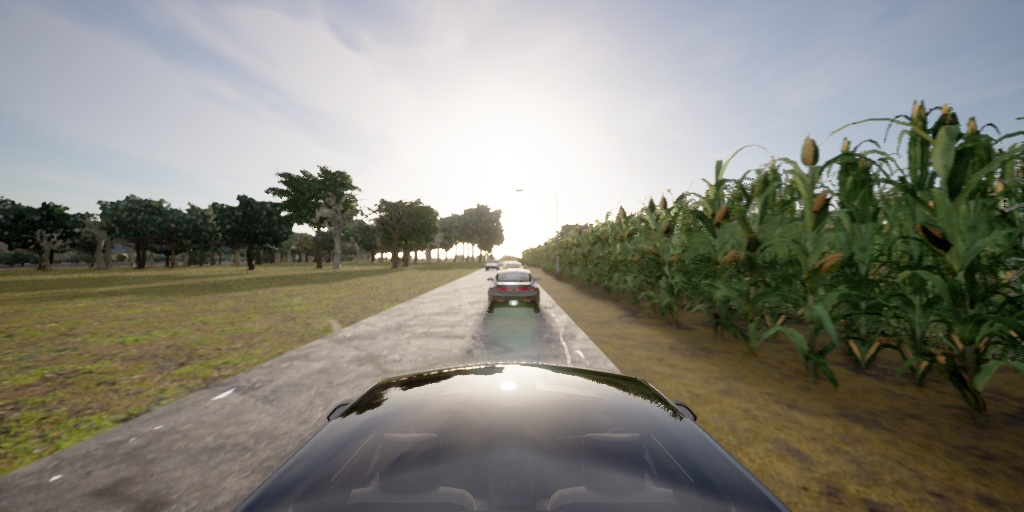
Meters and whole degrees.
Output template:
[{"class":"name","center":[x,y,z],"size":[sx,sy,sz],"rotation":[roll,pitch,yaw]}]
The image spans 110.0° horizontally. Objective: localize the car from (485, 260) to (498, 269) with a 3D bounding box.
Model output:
[{"class":"car","center":[-2.825,1.335,51.522],"size":[2.033,1.411,5.357],"rotation":[0,0,0]}]

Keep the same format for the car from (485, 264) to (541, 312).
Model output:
[{"class":"car","center":[0.073,1.262,14.142],"size":[1.837,1.490,4.892],"rotation":[0,0,0]}]

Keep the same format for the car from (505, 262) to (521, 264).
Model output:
[{"class":"car","center":[0.086,1.243,30.703],"size":[1.882,1.535,5.008],"rotation":[0,0,0]}]
